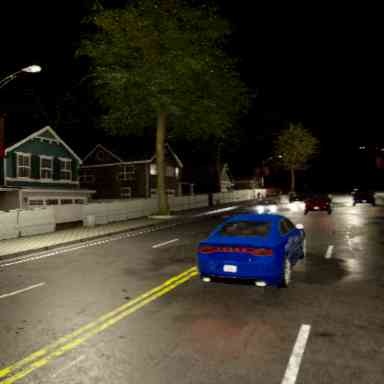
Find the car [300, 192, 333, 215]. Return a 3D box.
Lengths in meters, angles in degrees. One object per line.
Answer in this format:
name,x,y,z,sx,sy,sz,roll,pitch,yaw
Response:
car,9.627,0.880,25.206,1.812,1.442,4.674,-2,0,26

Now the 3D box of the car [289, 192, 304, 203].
car,12.913,0.664,40.049,1.994,1.385,4.181,-2,0,26

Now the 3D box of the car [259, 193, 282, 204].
car,9.575,0.848,40.600,1.895,1.301,4.718,-2,0,26

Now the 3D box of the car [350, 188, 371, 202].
car,20.434,0.305,40.498,2.033,1.411,5.357,-2,0,26

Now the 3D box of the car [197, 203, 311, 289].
car,1.827,1.317,8.906,1.882,1.535,5.008,-2,1,26

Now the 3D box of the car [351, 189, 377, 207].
car,15.912,0.551,30.868,1.812,1.442,4.674,-2,1,26
